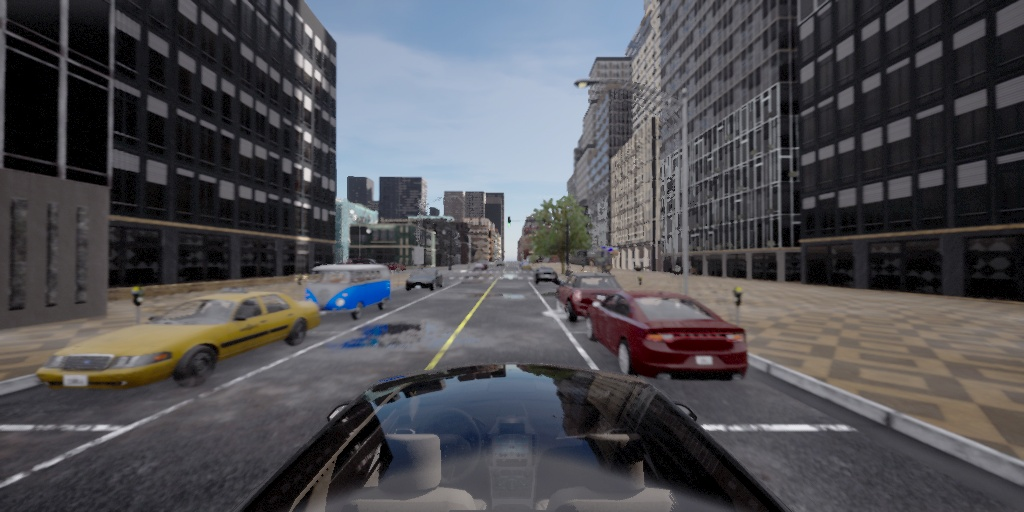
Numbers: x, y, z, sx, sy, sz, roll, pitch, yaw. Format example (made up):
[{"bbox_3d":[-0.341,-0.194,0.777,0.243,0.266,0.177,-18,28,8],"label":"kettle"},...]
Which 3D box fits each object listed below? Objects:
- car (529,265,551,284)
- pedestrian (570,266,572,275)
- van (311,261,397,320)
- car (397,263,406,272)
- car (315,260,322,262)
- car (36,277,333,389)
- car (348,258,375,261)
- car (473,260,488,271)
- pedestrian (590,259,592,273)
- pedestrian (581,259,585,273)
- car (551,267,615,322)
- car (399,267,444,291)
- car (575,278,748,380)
[{"bbox_3d":[2.693,1.572,29.406,1.948,1.339,4.313,0,0,0],"label":"car"},{"bbox_3d":[6.139,1.604,37.582,0.500,1.100,0.500,0,-1,0],"label":"pedestrian"},{"bbox_3d":[-5.688,1.193,12.789,1.690,1.789,3.998,0,0,0],"label":"van"},{"bbox_3d":[-17.273,1.576,50.875,4.507,1.381,1.888,0,0,-1],"label":"car"},{"bbox_3d":[-28.365,1.332,50.721,4.097,1.591,1.967,0,0,-1],"label":"car"},{"bbox_3d":[-5.689,1.327,7.080,1.751,1.417,4.829,0,0,0],"label":"car"},{"bbox_3d":[-17.156,1.227,42.496,5.009,1.841,2.192,0,0,-1],"label":"car"},{"bbox_3d":[-5.685,1.890,61.881,1.802,1.307,4.207,0,0,0],"label":"car"},{"bbox_3d":[8.139,1.244,36.987,0.375,1.860,0.375,0,-1,0],"label":"pedestrian"},{"bbox_3d":[7.139,1.221,36.387,0.375,1.860,0.375,0,-1,0],"label":"pedestrian"},{"bbox_3d":[2.692,1.292,12.789,1.967,1.591,4.097,0,0,0],"label":"car"},{"bbox_3d":[-5.687,1.521,23.867,1.948,1.339,4.313,0,0,0],"label":"car"},{"bbox_3d":[2.691,1.346,7.250,1.888,1.381,4.507,0,0,0],"label":"car"}]
